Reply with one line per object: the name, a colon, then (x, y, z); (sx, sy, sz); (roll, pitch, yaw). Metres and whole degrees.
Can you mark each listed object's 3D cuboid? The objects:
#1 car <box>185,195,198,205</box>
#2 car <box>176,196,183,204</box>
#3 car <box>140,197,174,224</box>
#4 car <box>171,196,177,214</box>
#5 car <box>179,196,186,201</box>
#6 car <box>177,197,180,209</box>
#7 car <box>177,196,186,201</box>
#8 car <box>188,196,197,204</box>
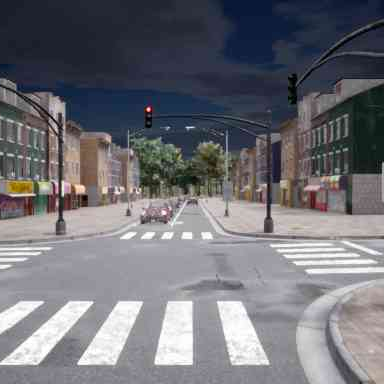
car: (0.114, 1.569, 59.348); (1.812, 1.442, 4.674); (0, 0, 0)
car: (-2.634, 1.570, 46.322); (1.887, 1.381, 4.507); (-1, 0, 0)
car: (-2.641, 1.444, 24.583); (1.967, 1.590, 4.097); (-1, 0, 0)
car: (-2.639, 1.448, 30.018); (1.967, 1.590, 4.097); (-1, 0, 0)
car: (-2.621, 1.678, 89.800); (1.802, 1.307, 4.206); (-1, 0, 0)
car: (-2.636, 1.579, 35.452); (1.947, 1.339, 4.313); (-1, 0, 0)
car: (-2.623, 1.651, 84.365); (1.947, 1.339, 4.313); (-1, 0, 0)
car: (0.112, 1.535, 68.463); (1.882, 1.535, 5.008); (0, 0, 0)
